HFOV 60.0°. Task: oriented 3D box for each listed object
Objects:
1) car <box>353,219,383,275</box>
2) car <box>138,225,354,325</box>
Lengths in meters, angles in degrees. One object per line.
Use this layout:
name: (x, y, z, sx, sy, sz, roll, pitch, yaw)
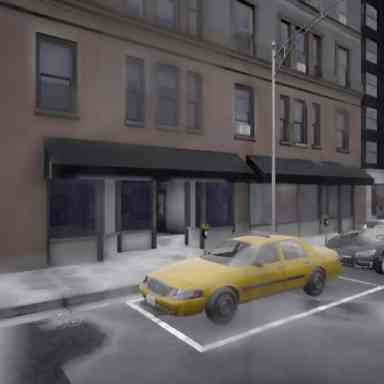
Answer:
car: (5.803, 1.549, 10.327, 4.403, 1.369, 2.008, 0, 0, -35)
car: (1.257, 1.524, 7.085, 4.829, 1.417, 1.752, 0, 0, -35)
